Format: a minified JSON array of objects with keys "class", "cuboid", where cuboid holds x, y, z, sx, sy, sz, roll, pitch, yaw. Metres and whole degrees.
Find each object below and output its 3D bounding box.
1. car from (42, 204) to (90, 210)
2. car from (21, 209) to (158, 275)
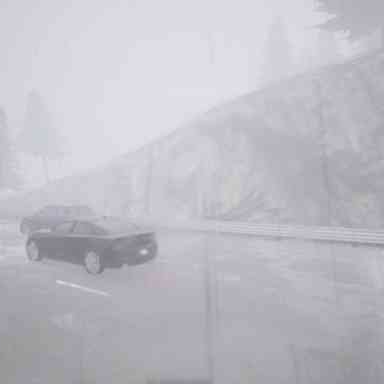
[{"class":"car","cuboid":[-6.986,1.416,17.485,4.553,1.767,2.097,0,0,35]},{"class":"car","cuboid":[-3.339,1.513,10.650,5.008,1.535,1.882,0,0,36]}]
